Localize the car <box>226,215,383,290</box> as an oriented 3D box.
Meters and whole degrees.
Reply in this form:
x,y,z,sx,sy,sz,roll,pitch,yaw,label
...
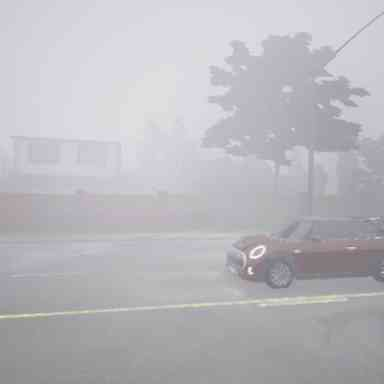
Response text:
x,y,z,sx,sy,sz,roll,pitch,yaw,label
3.286,1.485,9.255,4.553,1.767,2.097,0,-1,-11,car
